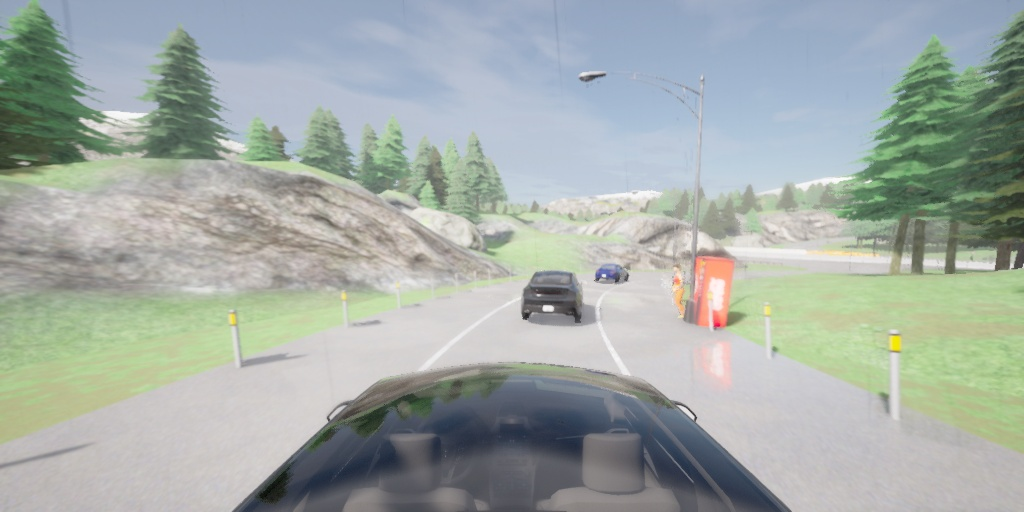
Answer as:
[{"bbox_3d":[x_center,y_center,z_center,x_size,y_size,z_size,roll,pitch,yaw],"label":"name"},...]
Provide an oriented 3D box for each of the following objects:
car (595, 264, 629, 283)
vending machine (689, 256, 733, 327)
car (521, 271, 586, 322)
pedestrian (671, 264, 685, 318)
[{"bbox_3d":[8.173,1.356,29.219,1.812,1.442,4.674,3,1,31],"label":"car"},{"bbox_3d":[5.999,1.034,11.130,1.100,2.100,0.880,0,0,12],"label":"vending machine"},{"bbox_3d":[1.522,1.239,12.465,1.837,1.490,4.892,1,0,12],"label":"car"},{"bbox_3d":[5.543,1.126,11.914,0.375,1.860,0.375,-3,4,13],"label":"pedestrian"}]
